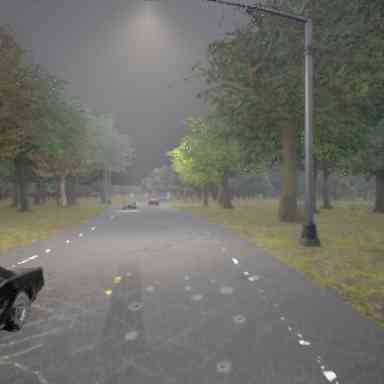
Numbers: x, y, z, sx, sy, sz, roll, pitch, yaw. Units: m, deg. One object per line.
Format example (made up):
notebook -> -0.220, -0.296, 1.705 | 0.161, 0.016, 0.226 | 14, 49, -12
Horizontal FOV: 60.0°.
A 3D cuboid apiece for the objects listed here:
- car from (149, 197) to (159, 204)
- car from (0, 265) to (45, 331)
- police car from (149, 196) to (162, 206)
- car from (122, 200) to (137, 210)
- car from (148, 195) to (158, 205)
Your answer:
car -> -9.206, 2.034, 81.267 | 2.097, 1.767, 4.553 | 0, -1, -4
car -> -3.704, 1.626, 4.158 | 1.895, 1.301, 4.718 | 0, 0, -1
police car -> -7.539, 1.892, 65.697 | 1.930, 1.638, 5.238 | 0, -1, -8
car -> -8.898, 1.851, 47.544 | 1.994, 1.385, 4.181 | 0, -1, -11
car -> -8.710, 1.825, 75.424 | 2.150, 2.045, 5.566 | 0, -1, -6
